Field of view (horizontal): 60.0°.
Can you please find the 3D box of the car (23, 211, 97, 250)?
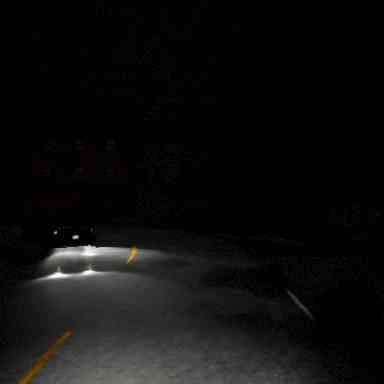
[{"bbox_3d":[-5.721,1.539,14.227,1.994,1.385,4.181,1,0,-41],"label":"car"}]
